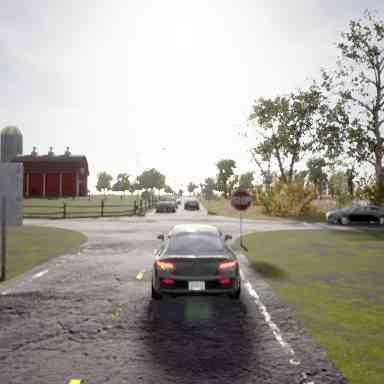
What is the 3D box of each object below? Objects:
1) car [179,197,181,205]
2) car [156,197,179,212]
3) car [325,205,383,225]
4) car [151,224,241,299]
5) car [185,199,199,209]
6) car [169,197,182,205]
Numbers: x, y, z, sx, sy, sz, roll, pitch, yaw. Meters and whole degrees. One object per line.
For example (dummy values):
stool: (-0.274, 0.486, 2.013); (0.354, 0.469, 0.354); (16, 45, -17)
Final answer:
car: (-2.960, 1.530, 47.666); (1.837, 1.490, 4.892); (0, 0, 0)
car: (-2.946, 1.368, 38.267); (2.097, 1.767, 4.553); (0, 0, 0)
car: (12.917, 1.733, 25.788); (4.902, 1.511, 2.128); (1, -1, 0)
car: (0.074, 1.526, 8.305); (1.812, 1.442, 4.674); (0, 0, 0)
car: (-0.023, 1.588, 46.308); (1.994, 1.385, 4.181); (0, 0, 0)
car: (-2.947, 1.591, 61.406); (2.033, 1.411, 5.357); (0, 0, 0)
